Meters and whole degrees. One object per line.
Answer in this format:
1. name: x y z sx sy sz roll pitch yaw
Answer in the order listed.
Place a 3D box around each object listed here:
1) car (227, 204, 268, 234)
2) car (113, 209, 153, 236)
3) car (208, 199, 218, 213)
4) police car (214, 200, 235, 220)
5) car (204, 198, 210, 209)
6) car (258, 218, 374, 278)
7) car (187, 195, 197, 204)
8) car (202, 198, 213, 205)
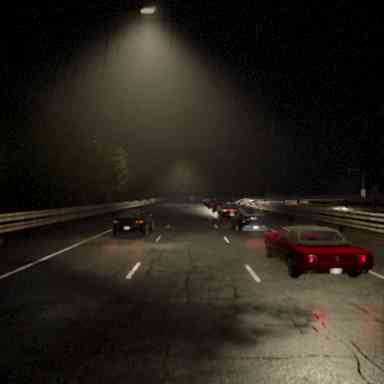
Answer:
1. car: 3.497 1.723 20.632 1.837 1.490 4.892 0 -1 0
2. car: -3.405 1.736 19.703 1.812 1.442 4.674 0 -1 0
3. car: 3.494 1.936 42.630 1.837 1.490 4.892 0 -1 0
4. police car: 3.496 1.835 31.632 2.038 1.542 4.974 0 -1 0
5. car: 3.492 1.955 53.630 2.033 1.649 4.856 0 0 0
6. car: 3.601 1.714 10.526 1.895 1.301 4.718 0 -1 0
7. car: -0.012 1.891 85.024 2.150 2.045 5.566 0 -1 0
8. car: 3.489 2.185 75.629 2.128 1.511 4.902 0 0 0
